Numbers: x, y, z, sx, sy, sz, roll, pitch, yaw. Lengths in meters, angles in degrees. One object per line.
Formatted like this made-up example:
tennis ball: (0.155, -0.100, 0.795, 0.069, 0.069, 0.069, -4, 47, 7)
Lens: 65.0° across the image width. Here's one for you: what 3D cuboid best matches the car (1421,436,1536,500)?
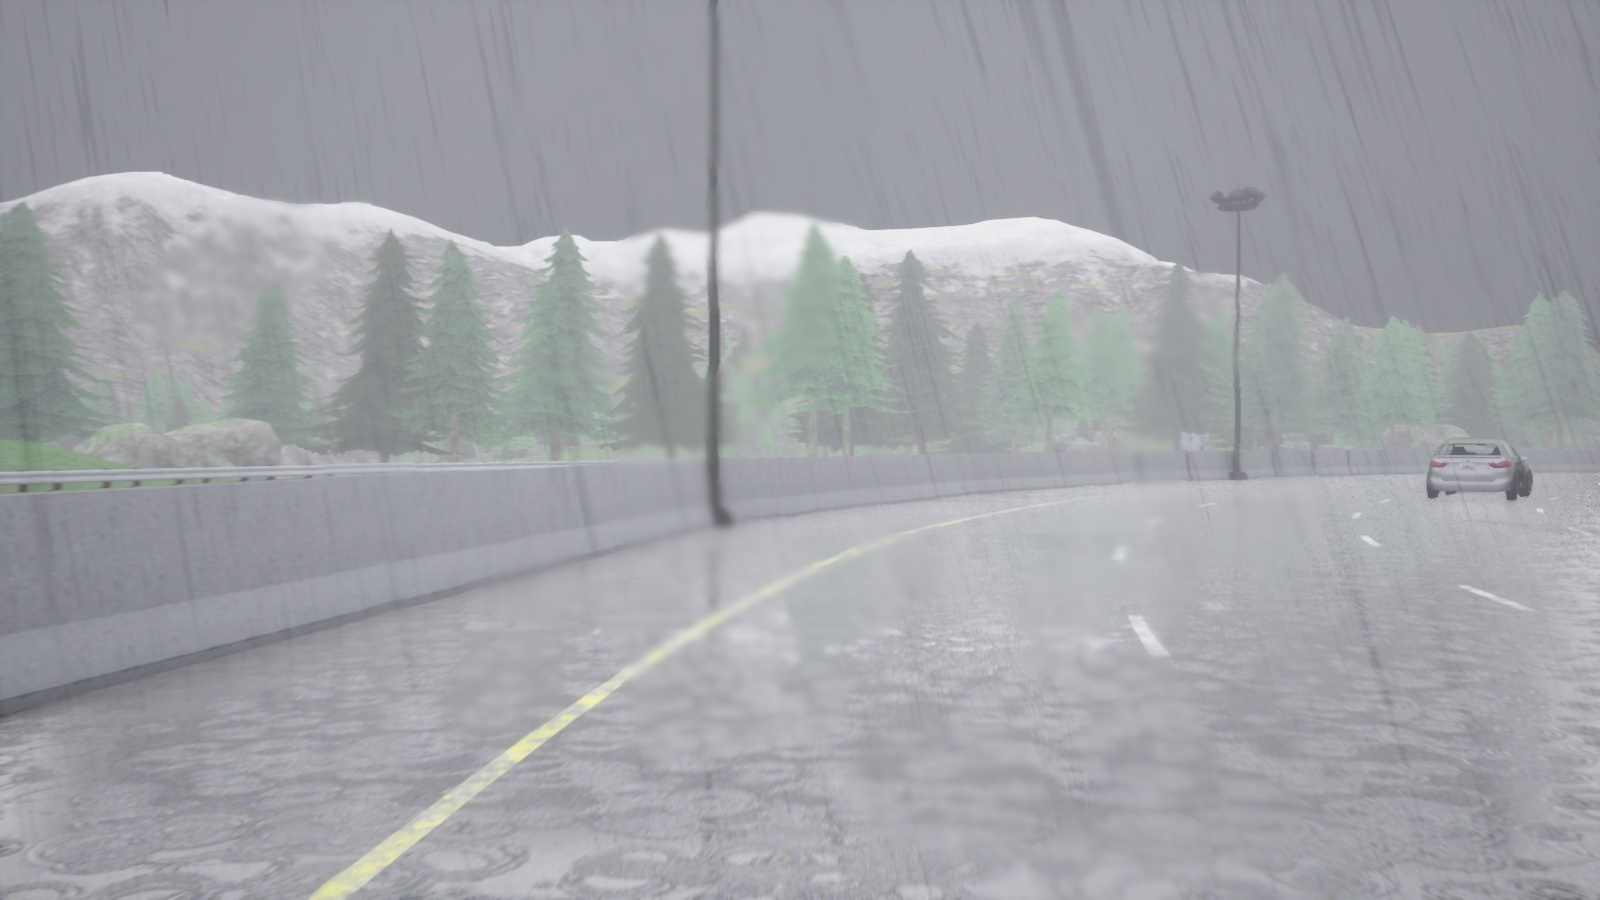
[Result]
car: (18.980, 0.452, 35.040, 2.242, 1.667, 4.611, 0, 0, 36)
